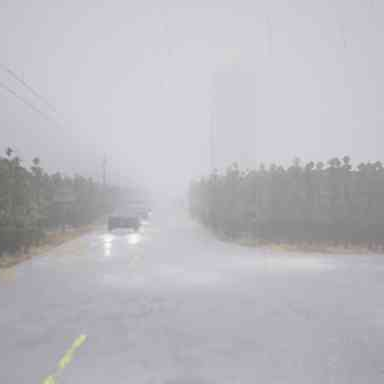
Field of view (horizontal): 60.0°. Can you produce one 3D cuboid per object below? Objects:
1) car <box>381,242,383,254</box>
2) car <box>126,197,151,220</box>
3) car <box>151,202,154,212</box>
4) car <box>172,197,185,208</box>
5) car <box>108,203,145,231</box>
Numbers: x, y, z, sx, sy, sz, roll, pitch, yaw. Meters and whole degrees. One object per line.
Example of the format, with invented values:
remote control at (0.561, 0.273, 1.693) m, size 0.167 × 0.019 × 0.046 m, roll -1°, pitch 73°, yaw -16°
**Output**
car at (9.022, 1.644, 11.080) m, size 4.902 × 1.511 × 2.128 m, roll 0°, pitch -1°, yaw 2°
car at (-5.475, 1.588, 32.761) m, size 2.150 × 2.045 × 5.566 m, roll 0°, pitch 0°, yaw -5°
car at (-6.359, 2.009, 46.457) m, size 1.882 × 1.535 × 5.008 m, roll 0°, pitch -1°, yaw -1°
car at (-2.612, 1.973, 64.463) m, size 2.150 × 2.045 × 5.566 m, roll 0°, pitch -1°, yaw 4°
car at (-4.547, 1.737, 22.932) m, size 1.882 × 1.535 × 5.008 m, roll 0°, pitch -1°, yaw -5°
